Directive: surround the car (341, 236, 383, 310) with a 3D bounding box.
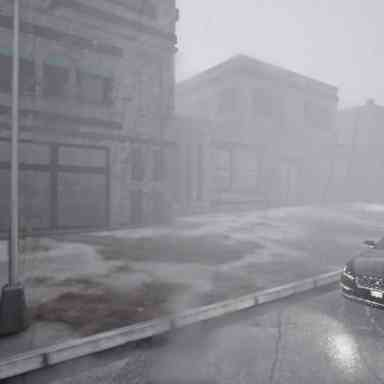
[{"bbox_3d":[5.072,1.421,6.994,4.892,1.490,1.837,-1,1,-35],"label":"car"}]
